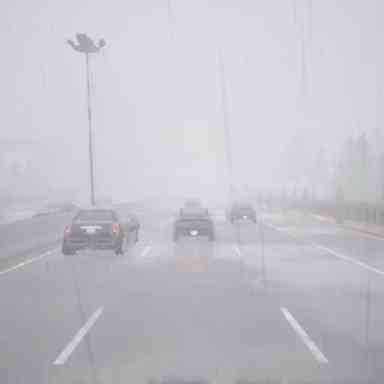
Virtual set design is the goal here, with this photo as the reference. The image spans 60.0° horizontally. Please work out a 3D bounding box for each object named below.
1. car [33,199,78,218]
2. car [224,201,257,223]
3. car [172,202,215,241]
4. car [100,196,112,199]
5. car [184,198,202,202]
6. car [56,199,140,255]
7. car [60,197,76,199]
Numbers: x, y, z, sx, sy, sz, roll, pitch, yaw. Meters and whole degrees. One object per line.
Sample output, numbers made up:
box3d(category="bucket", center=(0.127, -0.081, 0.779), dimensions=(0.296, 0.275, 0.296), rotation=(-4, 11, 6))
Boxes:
box3d(category="car", center=(-10.546, 1.504, 26.397), dimensions=(2.033, 1.411, 5.357), rotation=(0, 0, 0))
box3d(category="car", center=(3.592, 1.462, 24.953), dimensions=(1.837, 1.490, 4.892), rotation=(0, 0, 0))
box3d(category="car", center=(0.095, 1.480, 16.511), dimensions=(1.837, 1.490, 4.892), rotation=(0, 0, 0))
box3d(category="car", center=(-14.013, 1.390, 53.549), dimensions=(1.895, 1.301, 4.718), rotation=(0, 2, 0))
box3d(category="car", center=(0.089, 1.435, 37.473), dimensions=(1.837, 1.490, 4.892), rotation=(0, 0, 0))
box3d(category="car", center=(-3.405, 1.335, 13.335), dimensions=(2.097, 1.767, 4.553), rotation=(0, 0, 0))
box3d(category="car", center=(-17.519, 1.403, 46.557), dimensions=(2.128, 1.511, 4.902), rotation=(0, 0, 0))
